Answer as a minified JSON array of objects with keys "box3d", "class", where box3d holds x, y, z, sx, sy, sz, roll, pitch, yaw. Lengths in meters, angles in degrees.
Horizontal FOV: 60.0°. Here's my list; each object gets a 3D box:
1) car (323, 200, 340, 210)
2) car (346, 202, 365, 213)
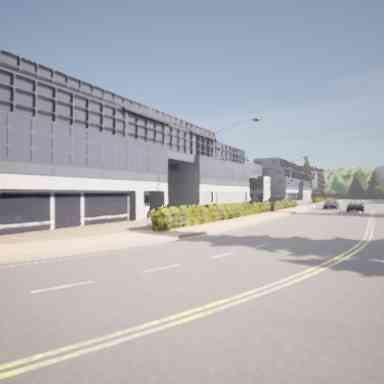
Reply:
[{"box3d":[20.015,1.802,47.600,2.033,1.411,5.357,0,0,29],"class":"car"},{"box3d":[19.668,1.804,39.886,1.895,1.301,4.718,0,0,29],"class":"car"}]
